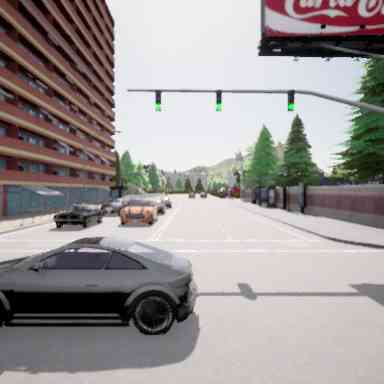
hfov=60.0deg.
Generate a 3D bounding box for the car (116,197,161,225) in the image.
[{"bbox_3d":[-3.598,1.250,23.228,2.097,1.767,4.553,0,0,0],"label":"car"}]

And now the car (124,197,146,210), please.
[{"bbox_3d":[-7.075,1.381,41.456,1.994,1.385,4.181,0,0,0],"label":"car"}]

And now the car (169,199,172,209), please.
[{"bbox_3d":[-3.573,1.378,42.215,1.994,1.385,4.181,0,0,0],"label":"car"}]

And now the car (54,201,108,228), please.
[{"bbox_3d":[-7.099,1.506,21.378,1.895,1.301,4.718,0,0,0],"label":"car"}]

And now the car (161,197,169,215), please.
[{"bbox_3d":[-3.594,1.422,32.171,1.994,1.385,4.181,0,0,0],"label":"car"}]

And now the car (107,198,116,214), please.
[{"bbox_3d":[-7.096,1.356,30.827,2.128,1.511,4.902,0,0,0],"label":"car"}]

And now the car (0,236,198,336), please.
[{"bbox_3d":[-1.986,1.538,6.041,4.181,1.385,1.994,0,0,0],"label":"car"}]
